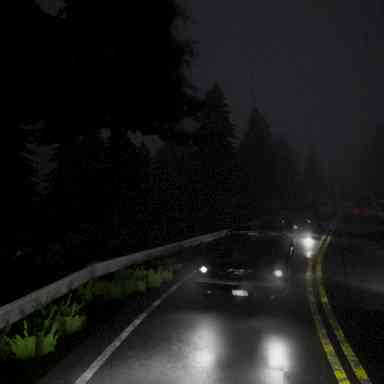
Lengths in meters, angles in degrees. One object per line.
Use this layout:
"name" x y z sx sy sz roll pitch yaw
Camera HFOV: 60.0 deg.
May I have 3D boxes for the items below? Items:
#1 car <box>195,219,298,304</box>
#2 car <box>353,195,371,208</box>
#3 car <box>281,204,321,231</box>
"car" 1.581 1.598 8.417 1.895 1.301 4.718 -1 0 18
"car" 20.606 1.058 40.251 2.128 1.511 4.902 -2 0 28
"car" 6.657 1.460 20.061 2.033 1.411 5.357 -2 0 26
